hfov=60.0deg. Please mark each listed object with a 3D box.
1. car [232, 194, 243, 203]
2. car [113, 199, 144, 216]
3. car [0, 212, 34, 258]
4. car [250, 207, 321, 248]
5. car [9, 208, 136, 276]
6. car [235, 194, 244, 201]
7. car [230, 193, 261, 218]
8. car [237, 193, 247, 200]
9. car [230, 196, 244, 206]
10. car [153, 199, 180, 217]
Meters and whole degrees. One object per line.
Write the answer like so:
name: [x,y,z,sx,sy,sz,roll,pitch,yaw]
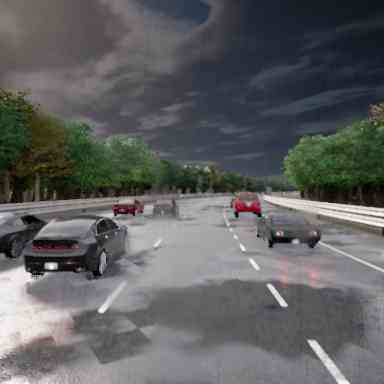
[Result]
car: [8.822,1.209,64.109,2.033,1.649,4.856,0,0,9]
car: [-5.666,1.364,30.334,1.882,1.535,5.008,0,0,4]
car: [-6.647,1.475,12.315,1.812,1.442,4.674,0,0,2]
car: [3.927,1.551,14.514,1.895,1.301,4.718,0,0,2]
car: [-3.211,1.465,10.163,1.837,1.490,4.892,0,0,1]
car: [10.694,1.228,74.619,1.882,1.535,5.008,0,0,11]
car: [4.790,1.115,29.428,2.150,2.045,5.566,0,0,5]
car: [12.844,1.155,85.075,2.033,1.649,4.856,0,0,12]
car: [7.230,1.360,53.555,2.033,1.411,5.357,0,0,8]
car: [-2.222,1.397,29.451,1.837,1.490,4.892,0,0,4]
